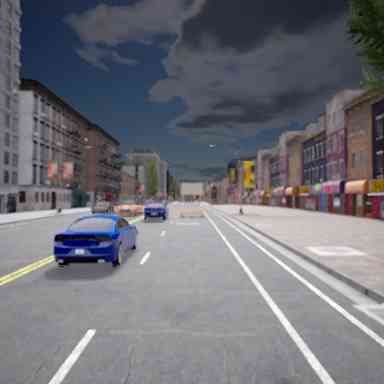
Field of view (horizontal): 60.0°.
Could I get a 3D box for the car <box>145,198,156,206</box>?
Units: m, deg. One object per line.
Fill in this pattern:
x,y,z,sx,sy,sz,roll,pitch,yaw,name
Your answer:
-9.770,2.332,78.413,2.097,1.767,4.553,0,-1,0,car

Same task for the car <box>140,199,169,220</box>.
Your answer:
-3.160,1.693,30.240,1.882,1.535,5.008,0,-1,0,car

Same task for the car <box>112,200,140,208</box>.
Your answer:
-6.600,1.624,34.923,2.097,1.767,4.553,0,-1,0,car

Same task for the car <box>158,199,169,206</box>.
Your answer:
-6.520,2.474,76.572,2.128,1.511,4.902,0,-1,0,car

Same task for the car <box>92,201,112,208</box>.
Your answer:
-9.851,1.808,37.342,1.837,1.490,4.892,0,0,0,car

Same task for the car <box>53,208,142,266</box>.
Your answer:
-3.155,1.539,11.809,1.882,1.535,5.008,0,0,0,car

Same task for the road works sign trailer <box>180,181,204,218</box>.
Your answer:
-0.009,0.722,33.766,2.380,3.560,2.880,0,-1,0,road works sign trailer
